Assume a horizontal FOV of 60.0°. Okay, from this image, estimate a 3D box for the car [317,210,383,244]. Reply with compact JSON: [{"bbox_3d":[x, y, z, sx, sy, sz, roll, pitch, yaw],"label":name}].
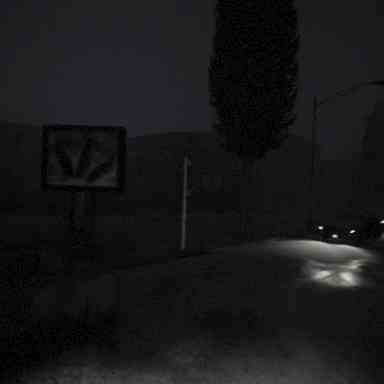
[{"bbox_3d":[8.271,1.654,16.945,2.033,1.411,5.357,3,1,43],"label":"car"}]
